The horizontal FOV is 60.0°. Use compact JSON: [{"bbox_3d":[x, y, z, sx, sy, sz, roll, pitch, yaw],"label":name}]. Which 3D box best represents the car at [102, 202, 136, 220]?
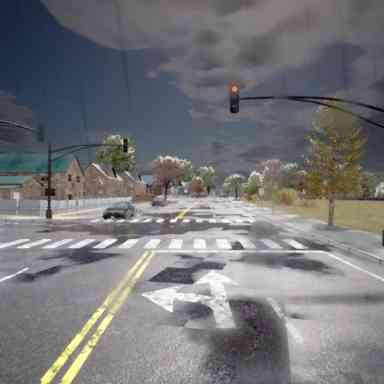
[{"bbox_3d":[-6.079,1.583,28.419,2.033,1.411,5.357,0,0,2],"label":"car"}]

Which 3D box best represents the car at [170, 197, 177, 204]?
[{"bbox_3d":[-4.107,1.657,67.020,1.812,1.442,4.674,0,0,4],"label":"car"}]

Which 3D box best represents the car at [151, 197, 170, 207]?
[{"bbox_3d":[-5.089,1.630,51.585,2.033,1.411,5.357,0,0,3],"label":"car"}]
